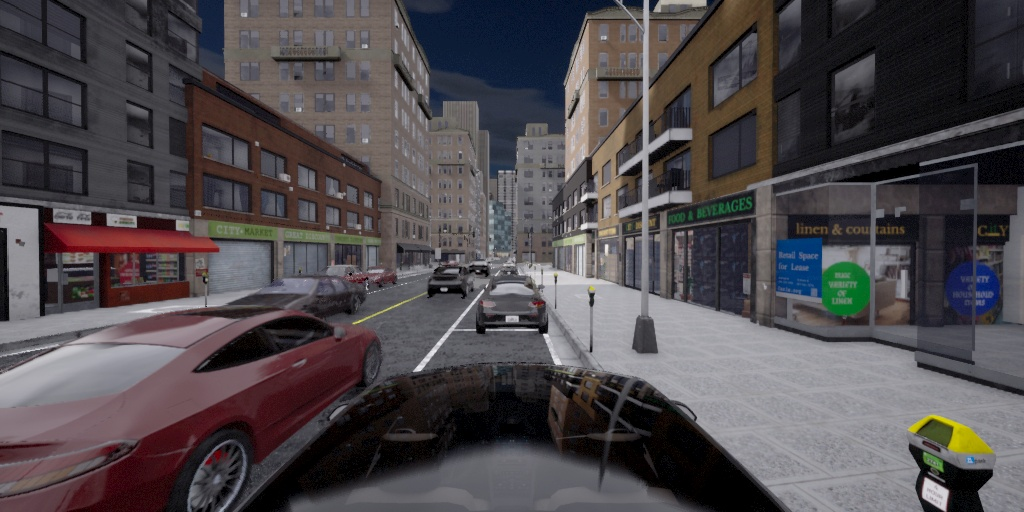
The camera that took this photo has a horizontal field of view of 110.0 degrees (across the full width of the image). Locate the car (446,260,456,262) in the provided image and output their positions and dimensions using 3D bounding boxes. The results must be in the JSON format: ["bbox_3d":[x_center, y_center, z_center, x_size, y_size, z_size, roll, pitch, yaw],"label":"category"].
[{"bbox_3d":[-8.814,1.267,51.546,1.888,1.381,4.507,0,0,0],"label":"car"}]

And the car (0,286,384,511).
[{"bbox_3d":[-3.045,1.276,3.949,1.812,1.442,4.674,0,0,0],"label":"car"}]

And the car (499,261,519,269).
[{"bbox_3d":[-0.272,1.287,34.789,2.007,1.370,4.403,0,0,0],"label":"car"}]

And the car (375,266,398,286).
[{"bbox_3d":[-8.814,1.325,23.617,1.802,1.307,4.207,0,0,0],"label":"car"}]

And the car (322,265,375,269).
[{"bbox_3d":[-8.814,1.185,18.031,1.967,1.591,4.097,0,0,0],"label":"car"}]

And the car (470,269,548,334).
[{"bbox_3d":[0.003,1.273,10.502,1.812,1.442,4.674,0,0,0],"label":"car"}]

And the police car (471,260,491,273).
[{"bbox_3d":[-3.145,1.161,35.403,1.930,1.638,5.238,0,0,0],"label":"police car"}]

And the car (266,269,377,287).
[{"bbox_3d":[-6.243,1.295,10.915,2.033,1.411,5.357,0,0,0],"label":"car"}]

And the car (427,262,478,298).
[{"bbox_3d":[-3.045,1.251,18.508,1.837,1.490,4.892,0,0,0],"label":"car"}]
